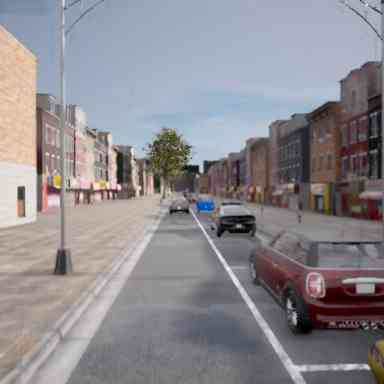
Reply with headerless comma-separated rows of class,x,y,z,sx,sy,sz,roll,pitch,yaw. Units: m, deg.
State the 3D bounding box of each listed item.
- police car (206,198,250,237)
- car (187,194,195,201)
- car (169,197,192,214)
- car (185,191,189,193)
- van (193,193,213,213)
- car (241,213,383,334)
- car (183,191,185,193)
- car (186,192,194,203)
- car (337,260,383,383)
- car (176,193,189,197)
police car,2.078,1.370,17.974,1.930,1.638,5.238,0,0,-2
car,-0.229,1.178,73.338,1.752,1.417,4.829,0,0,-2
car,-1.265,1.474,34.056,1.994,1.385,4.181,0,0,-1
car,0.219,1.049,62.093,2.192,1.841,5.009,0,0,-2
van,1.319,1.233,34.408,1.690,1.788,3.998,0,0,-2
car,2.418,1.409,6.722,1.967,1.590,4.097,0,0,-2
car,-0.883,1.072,89.780,2.008,1.369,4.403,0,0,-2
car,0.439,1.212,56.557,1.967,1.590,4.097,0,0,-2
car,2.632,1.505,1.356,1.752,1.417,4.829,0,0,-2
car,-1.776,1.327,46.667,1.882,1.535,5.008,0,0,-2
